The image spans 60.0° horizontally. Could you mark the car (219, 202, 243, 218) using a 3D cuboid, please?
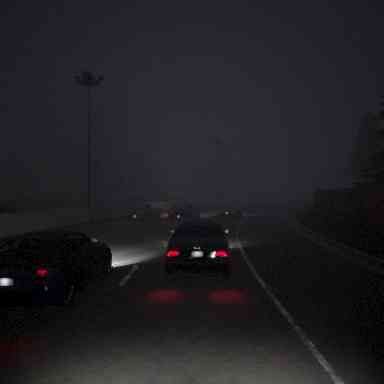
[{"bbox_3d":[3.742,1.648,31.857,1.812,1.442,4.674,0,0,16],"label":"car"}]

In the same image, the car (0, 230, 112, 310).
[{"bbox_3d":[-3.337,1.600,8.002,1.994,1.385,4.181,0,0,1],"label":"car"}]

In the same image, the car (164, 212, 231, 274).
[{"bbox_3d":[0.243,1.590,10.717,2.033,1.411,5.357,0,0,3],"label":"car"}]

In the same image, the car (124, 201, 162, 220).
[{"bbox_3d":[-4.164,1.722,29.362,1.895,1.301,4.718,0,0,13],"label":"car"}]

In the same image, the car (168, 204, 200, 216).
[{"bbox_3d":[-0.575,1.718,29.352,1.895,1.301,4.718,0,0,14],"label":"car"}]
